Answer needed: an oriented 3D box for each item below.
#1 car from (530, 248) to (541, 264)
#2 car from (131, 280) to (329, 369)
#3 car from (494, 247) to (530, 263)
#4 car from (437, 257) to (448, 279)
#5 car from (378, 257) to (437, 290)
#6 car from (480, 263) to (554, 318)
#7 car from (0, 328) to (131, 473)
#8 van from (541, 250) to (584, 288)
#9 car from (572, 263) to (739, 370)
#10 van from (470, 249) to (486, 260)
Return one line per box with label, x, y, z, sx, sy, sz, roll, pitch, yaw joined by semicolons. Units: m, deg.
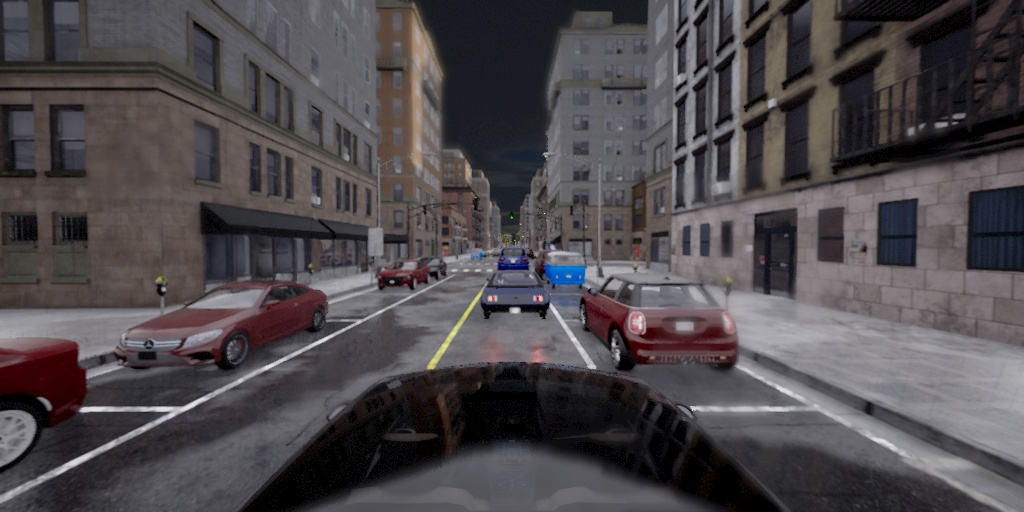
car;2.608;0.505;23.947;2.192;1.841;5.009;0;0;0
car;-5.396;1.188;7.408;1.802;1.307;4.207;0;0;0
car;0.131;0.361;25.978;2.150;2.045;5.566;0;2;1
car;-5.417;0.756;23.936;1.948;1.339;4.313;0;0;0
car;-5.410;0.874;18.427;1.888;1.381;4.507;0;0;0
car;0.087;1.100;11.703;1.895;1.301;4.718;0;1;0
car;-5.389;1.290;1.899;1.888;1.381;4.507;0;0;0
van;2.615;0.670;18.437;1.690;1.789;3.998;0;0;0
car;2.629;1.047;7.419;1.967;1.591;4.097;0;0;0
van;-5.477;-0.280;55.890;1.690;1.789;3.998;0;0;0
